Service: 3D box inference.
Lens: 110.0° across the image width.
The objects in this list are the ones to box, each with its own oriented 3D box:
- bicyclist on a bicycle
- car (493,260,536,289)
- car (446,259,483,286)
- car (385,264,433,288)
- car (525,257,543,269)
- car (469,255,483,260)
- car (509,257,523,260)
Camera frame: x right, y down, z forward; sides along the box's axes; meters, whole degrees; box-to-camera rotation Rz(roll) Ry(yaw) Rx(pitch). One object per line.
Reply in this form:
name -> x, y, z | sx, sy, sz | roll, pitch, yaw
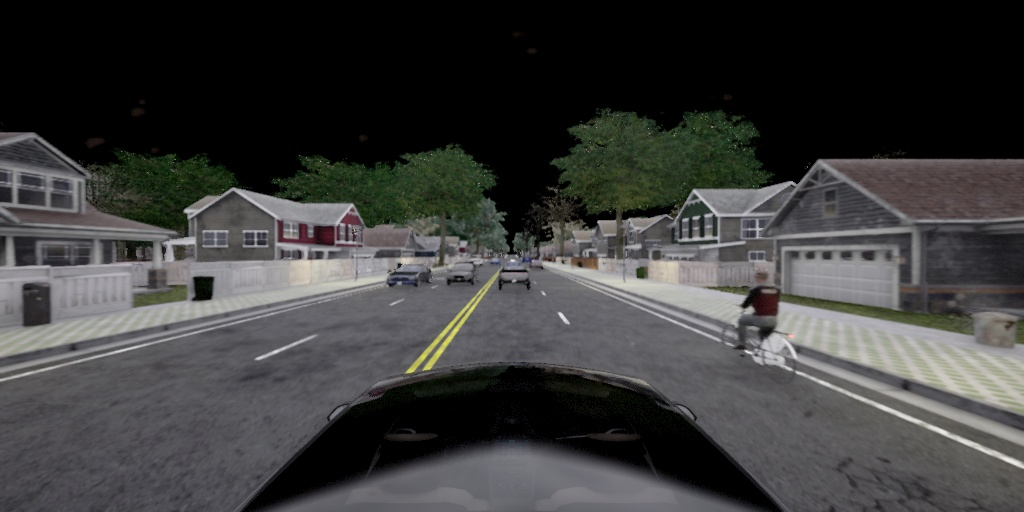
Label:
bicyclist on a bicycle -> 4.150, 1.112, 6.170 | 0.659, 1.776, 1.843 | 0, 0, 0
car -> 0.134, 1.181, 22.299 | 2.128, 1.511, 4.902 | 0, 0, 0
car -> -3.311, 1.183, 24.790 | 1.837, 1.490, 4.892 | 0, 0, 0
car -> -6.564, 1.225, 23.602 | 2.033, 1.411, 5.357 | 0, 0, 0
car -> 3.436, 1.177, 51.725 | 2.033, 1.411, 5.357 | 0, 0, 0
car -> -6.403, 0.828, 64.788 | 2.150, 2.045, 5.566 | 0, 0, 1
car -> 0.190, 1.169, 54.368 | 2.033, 1.411, 5.357 | 0, 0, 0
